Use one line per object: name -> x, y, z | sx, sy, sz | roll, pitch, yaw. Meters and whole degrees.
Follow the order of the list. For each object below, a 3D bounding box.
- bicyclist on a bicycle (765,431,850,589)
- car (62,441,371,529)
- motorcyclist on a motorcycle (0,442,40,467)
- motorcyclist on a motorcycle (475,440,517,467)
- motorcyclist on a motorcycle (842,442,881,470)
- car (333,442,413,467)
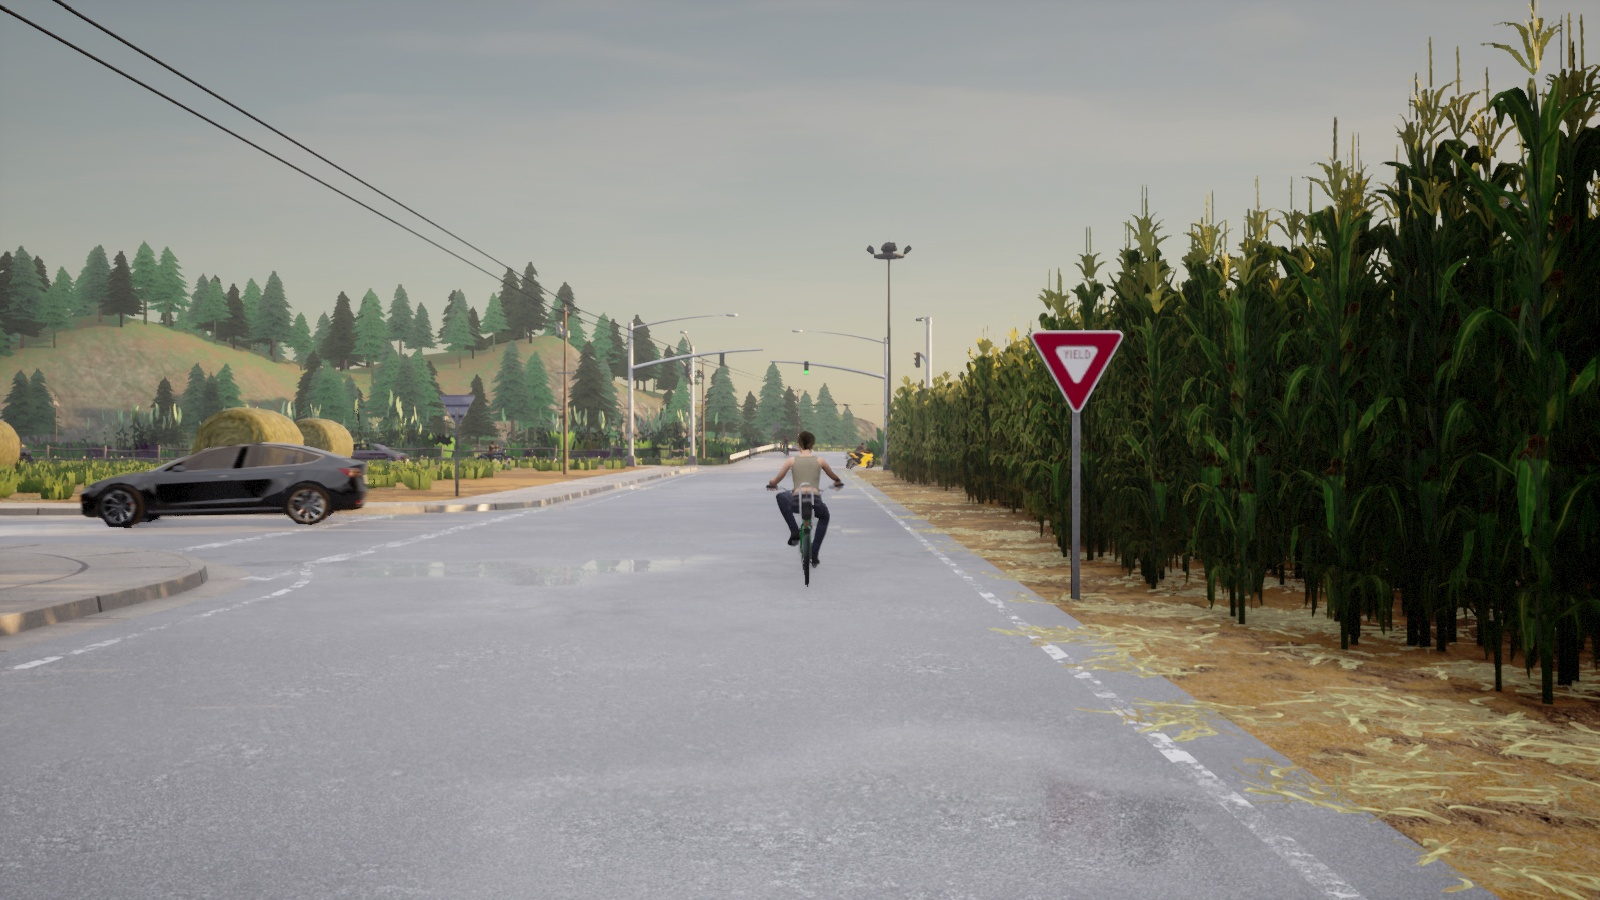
bicyclist on a bicycle -> 0.064, 0.605, 13.603 | 0.866, 1.612, 1.509 | 0, 0, -1
car -> -10.423, 0.580, 22.872 | 4.792, 1.488, 2.163 | 0, 0, -14
motorcyclist on a motorcycle -> -48.174, 0.265, 77.338 | 2.191, 1.530, 0.866 | 0, 0, 3
motorcyclist on a motorcycle -> -18.294, 0.214, 75.628 | 2.350, 1.649, 0.766 | 0, 0, 3
motorcyclist on a motorcycle -> 3.417, 0.331, 70.000 | 2.044, 1.523, 0.797 | 0, 4, -36
car -> -25.853, 0.269, 76.062 | 4.193, 1.474, 1.816 | 0, 0, 3
